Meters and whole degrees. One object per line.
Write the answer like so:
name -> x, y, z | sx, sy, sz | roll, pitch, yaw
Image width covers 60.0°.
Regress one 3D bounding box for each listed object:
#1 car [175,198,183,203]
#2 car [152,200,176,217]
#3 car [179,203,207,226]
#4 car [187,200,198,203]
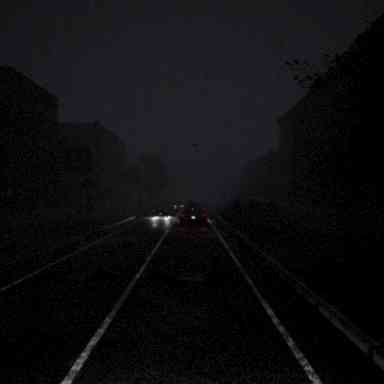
car -> -3.021, 2.105, 78.137 | 1.812, 1.442, 4.674 | 0, -1, 0
car -> -3.108, 1.817, 35.599 | 2.033, 1.411, 5.357 | 0, -1, 0
car -> 0.093, 1.746, 24.782 | 1.994, 1.385, 4.181 | 0, -1, 0
car -> 0.090, 1.831, 41.846 | 1.837, 1.490, 4.892 | 0, -1, 0
